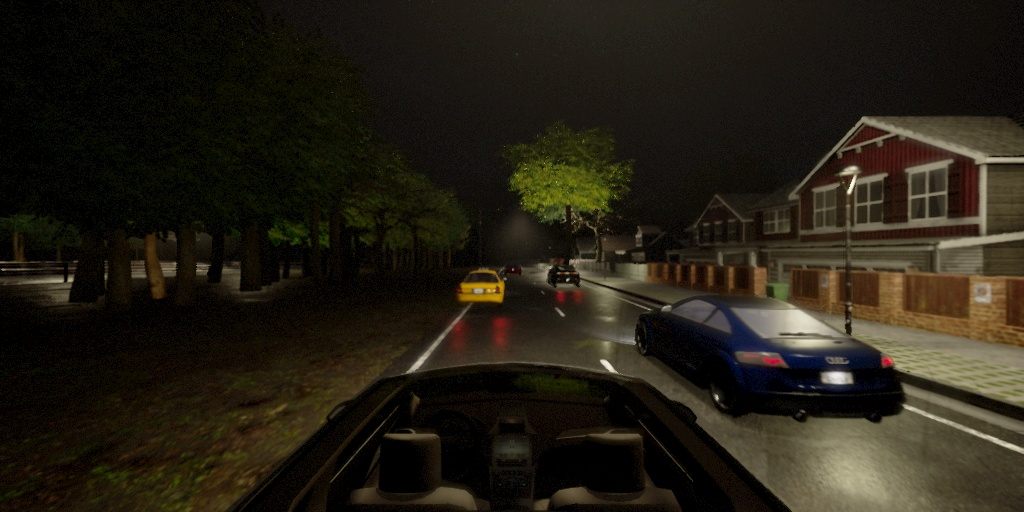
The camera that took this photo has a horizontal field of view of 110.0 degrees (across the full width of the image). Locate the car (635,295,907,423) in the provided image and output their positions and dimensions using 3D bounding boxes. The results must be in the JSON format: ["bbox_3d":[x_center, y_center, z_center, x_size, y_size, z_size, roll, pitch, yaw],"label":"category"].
[{"bbox_3d":[3.603,1.331,5.978,1.994,1.385,4.181,0,0,0],"label":"car"}]

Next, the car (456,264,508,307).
[{"bbox_3d":[-1.217,1.267,15.641,1.801,1.575,5.366,0,0,0],"label":"car"}]

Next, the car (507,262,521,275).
[{"bbox_3d":[0.106,1.535,42.918,1.994,1.385,4.181,0,0,0],"label":"car"}]

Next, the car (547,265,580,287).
[{"bbox_3d":[3.615,1.357,25.628,2.128,1.511,4.902,0,0,0],"label":"car"}]
